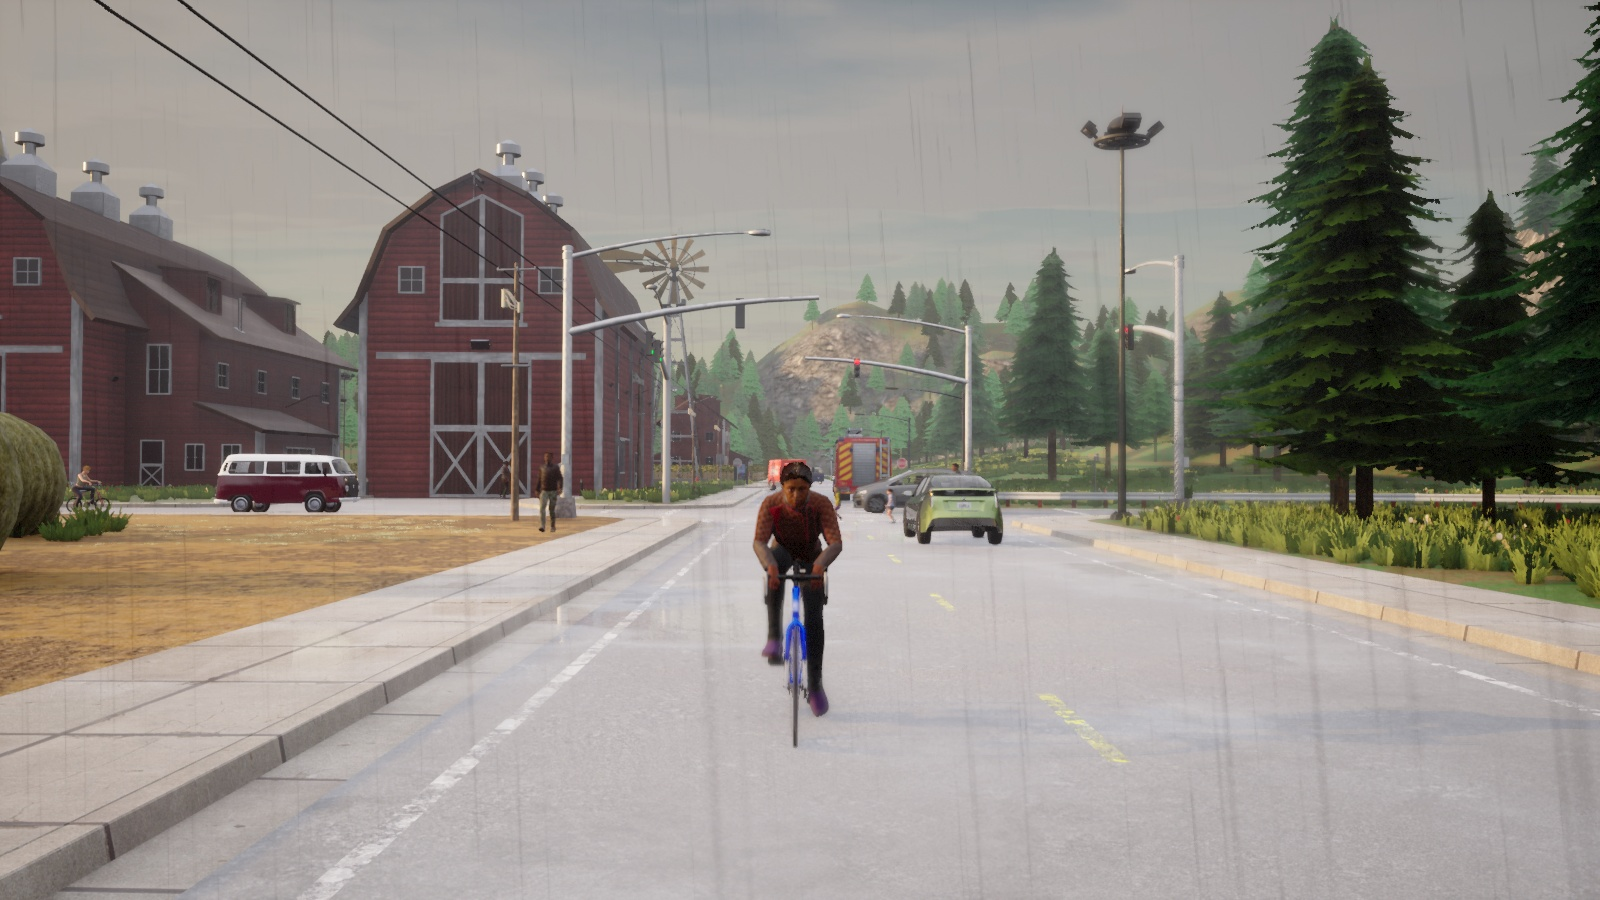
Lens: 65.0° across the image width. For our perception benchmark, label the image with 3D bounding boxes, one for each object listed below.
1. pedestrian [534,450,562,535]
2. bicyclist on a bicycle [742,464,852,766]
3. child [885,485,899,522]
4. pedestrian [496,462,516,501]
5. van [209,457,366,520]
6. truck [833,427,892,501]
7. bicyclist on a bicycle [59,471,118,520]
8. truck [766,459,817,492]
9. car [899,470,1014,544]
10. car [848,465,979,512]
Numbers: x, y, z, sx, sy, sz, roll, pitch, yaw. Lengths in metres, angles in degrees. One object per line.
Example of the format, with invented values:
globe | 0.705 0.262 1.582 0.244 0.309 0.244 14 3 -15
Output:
pedestrian | -5.516 0.933 27.500 0.431 1.840 0.703 0 -1 5
bicyclist on a bicycle | -0.017 0.894 7.569 0.582 1.620 1.656 0 -1 0
child | 2.764 1.609 37.623 0.394 1.110 0.255 0 -1 1
pedestrian | -13.652 1.461 58.264 0.869 1.805 0.328 0 -1 -1
van | -17.365 1.292 42.696 4.480 2.038 2.069 0 -1 -1
truck | 3.354 0.803 69.610 2.891 3.827 8.468 0 -1 0
bicyclist on a bicycle | -24.097 1.534 42.557 1.509 1.612 0.866 0 -1 -1
truck | -0.708 1.982 98.630 2.627 2.467 5.204 1 -1 -17
car | 3.437 1.223 28.401 2.007 1.525 4.514 0 -1 0
car | 4.169 1.411 46.635 4.611 1.667 2.242 0 -1 -1
